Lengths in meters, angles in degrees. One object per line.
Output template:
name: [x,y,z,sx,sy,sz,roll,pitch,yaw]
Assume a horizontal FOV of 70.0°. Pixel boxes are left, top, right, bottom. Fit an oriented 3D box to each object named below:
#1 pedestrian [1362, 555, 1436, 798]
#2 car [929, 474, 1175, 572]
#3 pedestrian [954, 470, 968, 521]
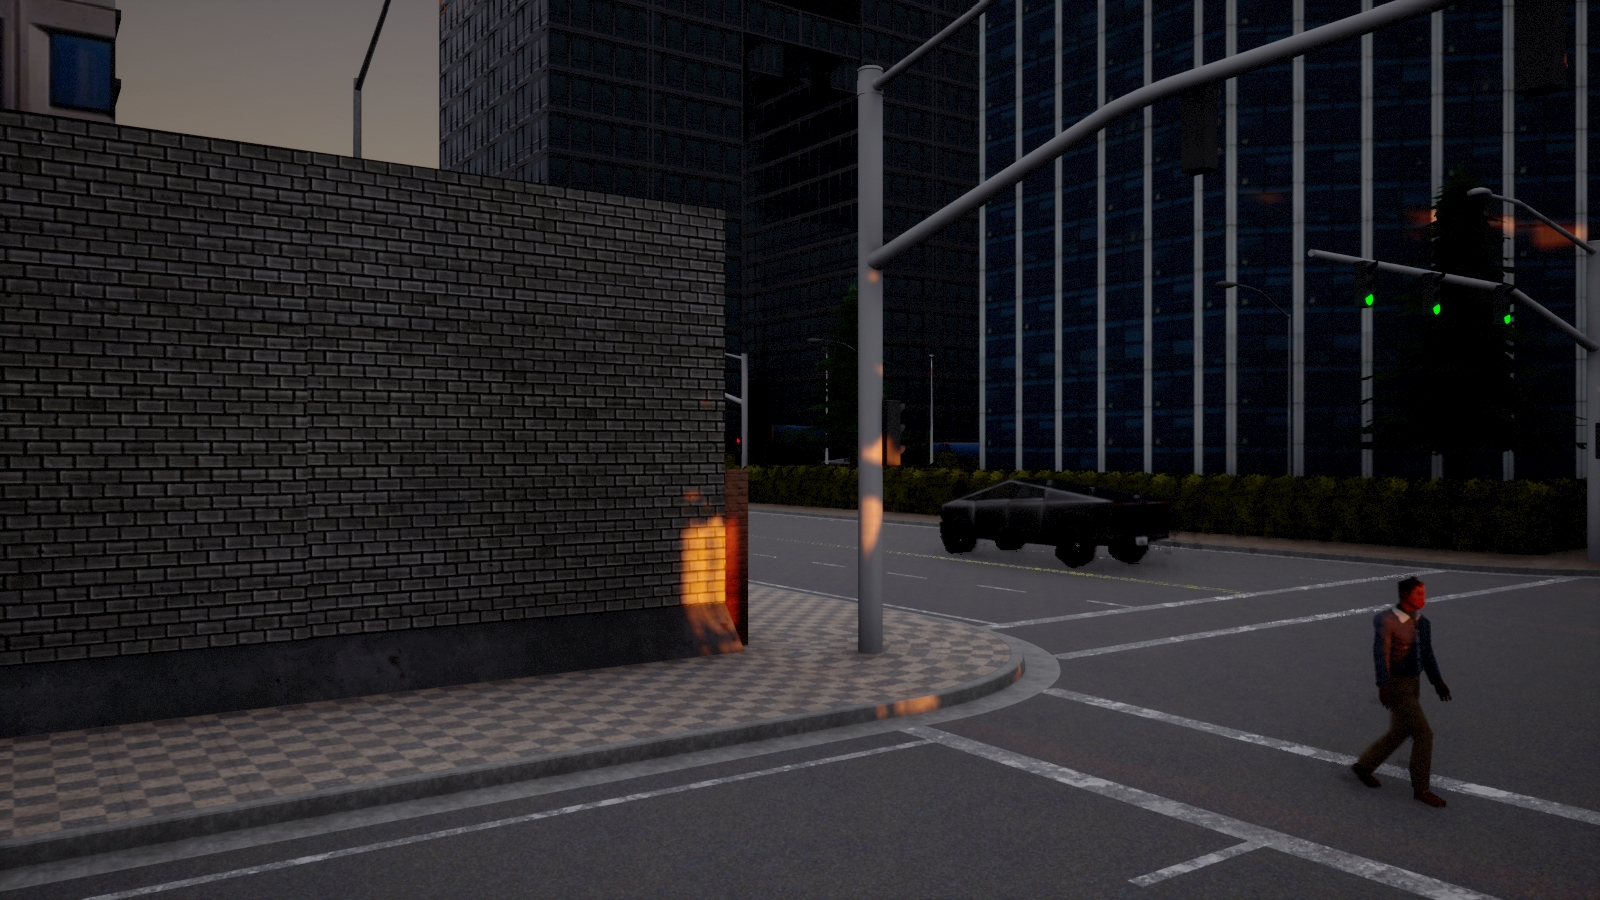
pedestrian: [4.813,1.794,9.187,0.375,1.860,0.375,0,0,-28]
car: [6.335,1.753,29.599,2.390,2.098,6.274,0,0,-35]
pedestrian: [6.014,1.698,42.693,0.375,1.860,0.375,0,0,-32]
